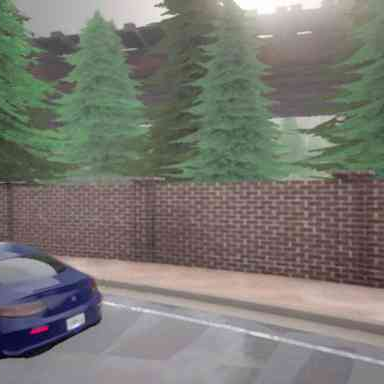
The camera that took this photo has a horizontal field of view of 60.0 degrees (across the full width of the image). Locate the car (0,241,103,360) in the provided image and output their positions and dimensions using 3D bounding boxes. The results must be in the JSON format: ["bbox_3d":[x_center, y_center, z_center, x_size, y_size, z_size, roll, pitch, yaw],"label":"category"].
[{"bbox_3d":[-3.590,1.549,5.382,4.674,1.442,1.812,0,0,26],"label":"car"}]
